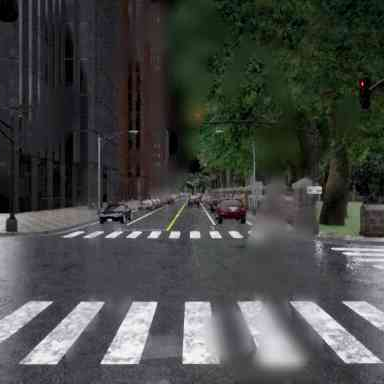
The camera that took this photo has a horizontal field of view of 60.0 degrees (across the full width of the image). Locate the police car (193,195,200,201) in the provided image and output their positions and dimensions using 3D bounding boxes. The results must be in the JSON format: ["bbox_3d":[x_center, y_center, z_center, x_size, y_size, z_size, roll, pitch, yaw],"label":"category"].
[{"bbox_3d":[1.144,1.511,85.967,1.930,1.638,5.238,0,0,0],"label":"police car"}]

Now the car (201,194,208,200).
[{"bbox_3d":[2.922,1.481,52.478,1.967,1.590,4.097,0,0,0],"label":"car"}]

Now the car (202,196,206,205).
[{"bbox_3d":[2.905,1.585,47.022,2.008,1.369,4.403,0,0,0],"label":"car"}]

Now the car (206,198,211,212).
[{"bbox_3d":[2.872,1.588,36.108,1.947,1.339,4.313,0,0,0],"label":"car"}]

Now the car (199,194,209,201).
[{"bbox_3d":[3.022,1.399,85.217,2.192,1.841,5.009,0,0,0],"label":"car"}]

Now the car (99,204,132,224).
[{"bbox_3d":[-5.687,1.576,25.213,1.947,1.339,4.313,0,0,0],"label":"car"}]

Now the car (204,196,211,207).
[{"bbox_3d":[2.889,1.579,41.565,2.008,1.369,4.403,0,0,0],"label":"car"}]

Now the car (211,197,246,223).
[{"bbox_3d":[2.839,1.326,25.196,2.192,1.841,5.009,0,0,0],"label":"car"}]

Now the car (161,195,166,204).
[{"bbox_3d":[-5.603,1.623,52.498,1.802,1.307,4.206,0,0,0],"label":"car"}]

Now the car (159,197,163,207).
[{"bbox_3d":[-5.620,1.616,47.040,1.802,1.307,4.206,0,0,0],"label":"car"}]

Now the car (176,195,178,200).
[{"bbox_3d":[-5.486,1.533,90.697,1.967,1.590,4.097,0,0,0],"label":"car"}]

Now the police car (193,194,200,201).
[{"bbox_3d":[1.181,1.521,91.967,1.930,1.638,5.238,0,0,0],"label":"police car"}]

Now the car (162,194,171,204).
[{"bbox_3d":[-5.570,1.635,63.412,1.802,1.307,4.206,0,0,0],"label":"car"}]

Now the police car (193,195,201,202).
[{"bbox_3d":[1.132,1.495,75.967,1.930,1.638,5.238,0,0,0],"label":"police car"}]

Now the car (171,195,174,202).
[{"bbox_3d":[-5.553,1.375,68.869,2.192,1.841,5.009,0,0,0],"label":"car"}]

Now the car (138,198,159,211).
[{"bbox_3d":[-5.637,1.579,41.583,2.008,1.369,4.403,0,0,0],"label":"car"}]

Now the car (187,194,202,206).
[{"bbox_3d":[0.267,1.549,54.736,1.837,1.490,4.892,0,0,0],"label":"car"}]

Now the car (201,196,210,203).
[{"bbox_3d":[2.989,1.593,74.474,1.752,1.417,4.829,0,0,0],"label":"car"}]
